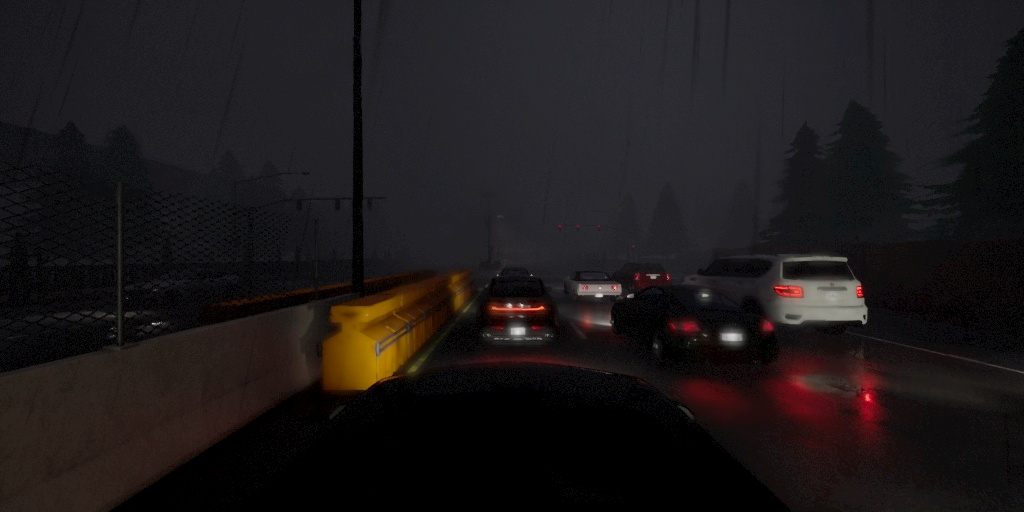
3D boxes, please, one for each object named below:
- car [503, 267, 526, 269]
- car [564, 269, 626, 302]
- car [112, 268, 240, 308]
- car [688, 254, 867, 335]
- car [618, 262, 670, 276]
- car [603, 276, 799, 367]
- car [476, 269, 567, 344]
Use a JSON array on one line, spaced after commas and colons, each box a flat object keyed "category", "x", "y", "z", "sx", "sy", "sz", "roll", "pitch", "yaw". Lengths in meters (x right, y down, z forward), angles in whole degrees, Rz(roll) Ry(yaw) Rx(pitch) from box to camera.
[{"category": "car", "x": 0.141, "y": 1.297, "z": 19.088, "sx": 2.033, "sy": 1.411, "sz": 5.357, "roll": 0, "pitch": 0, "yaw": 0}, {"category": "car", "x": 3.639, "y": 1.351, "z": 17.123, "sx": 1.895, "sy": 1.301, "sz": 4.718, "roll": 0, "pitch": 0, "yaw": 0}, {"category": "car", "x": -13.982, "y": 1.276, "z": 15.362, "sx": 1.812, "sy": 1.442, "sz": 4.674, "roll": 0, "pitch": 0, "yaw": 1}, {"category": "car", "x": 7.124, "y": 0.971, "z": 10.641, "sx": 2.150, "sy": 2.045, "sz": 5.566, "roll": 0, "pitch": 0, "yaw": 0}, {"category": "car", "x": 7.147, "y": 1.102, "z": 20.227, "sx": 2.097, "sy": 1.767, "sz": 4.553, "roll": 0, "pitch": 0, "yaw": 0}, {"category": "car", "x": 3.624, "y": 1.314, "z": 7.941, "sx": 1.994, "sy": 1.385, "sz": 4.181, "roll": 0, "pitch": 0, "yaw": -1}, {"category": "car", "x": 0.120, "y": 1.255, "z": 9.570, "sx": 1.837, "sy": 1.490, "sz": 4.892, "roll": 0, "pitch": 0, "yaw": 0}]
